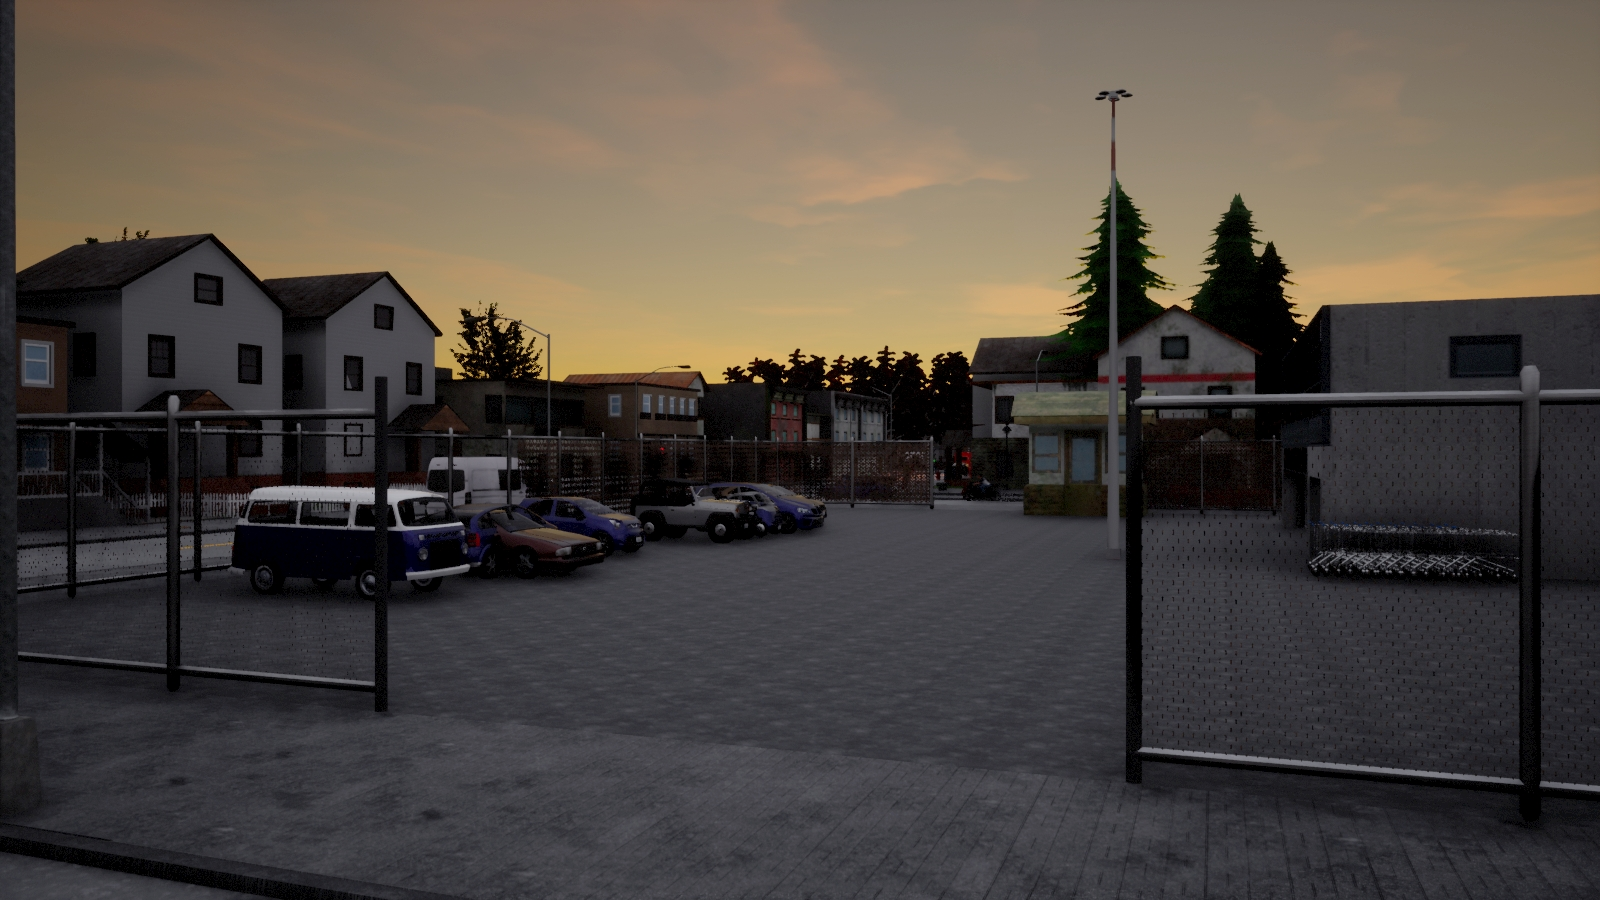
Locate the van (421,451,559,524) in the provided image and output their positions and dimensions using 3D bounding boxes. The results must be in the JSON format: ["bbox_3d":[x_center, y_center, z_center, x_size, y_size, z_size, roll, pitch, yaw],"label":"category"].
[{"bbox_3d":[-11.617,1.319,43.358,1.988,2.561,5.915,0,0,20],"label":"van"}]

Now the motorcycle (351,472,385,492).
[{"bbox_3d":[-26.577,1.970,70.340,1.805,1.236,0.856,0,0,19],"label":"motorcycle"}]

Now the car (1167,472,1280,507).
[{"bbox_3d":[19.828,1.840,53.602,4.892,1.480,2.231,0,0,20],"label":"car"}]

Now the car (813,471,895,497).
[{"bbox_3d":[3.057,1.901,63.982,4.181,1.385,1.994,0,0,20],"label":"car"}]

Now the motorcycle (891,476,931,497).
[{"bbox_3d":[6.115,1.996,62.884,2.033,1.145,0.803,0,0,20],"label":"motorcycle"}]
